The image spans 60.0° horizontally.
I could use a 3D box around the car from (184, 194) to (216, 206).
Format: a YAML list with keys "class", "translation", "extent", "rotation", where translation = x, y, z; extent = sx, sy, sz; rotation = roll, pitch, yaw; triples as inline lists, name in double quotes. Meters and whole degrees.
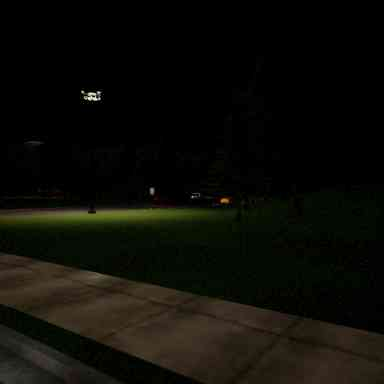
- class: "car"
  translation: [1.397, 1.478, 54.010]
  extent: [1.882, 1.535, 5.008]
  rotation: [0, 0, 37]

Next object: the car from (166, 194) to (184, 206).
- class: "car"
  translation: [-1.641, 1.505, 55.794]
  extent: [1.837, 1.490, 4.892]
  rotation: [0, 0, 37]

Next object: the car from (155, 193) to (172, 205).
- class: "car"
  translation: [-4.150, 1.221, 58.277]
  extent: [2.150, 2.045, 5.566]
  rotation: [0, 0, 36]

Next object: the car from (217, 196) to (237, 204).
- class: "car"
  translation: [7.225, 1.478, 62.062]
  extent: [1.882, 1.535, 5.008]
  rotation: [0, 0, 36]
